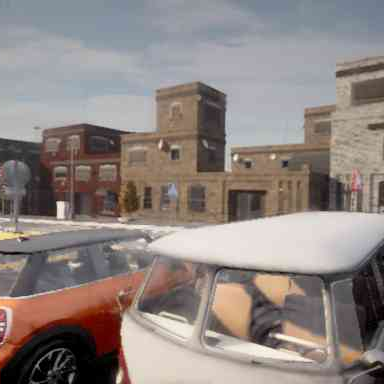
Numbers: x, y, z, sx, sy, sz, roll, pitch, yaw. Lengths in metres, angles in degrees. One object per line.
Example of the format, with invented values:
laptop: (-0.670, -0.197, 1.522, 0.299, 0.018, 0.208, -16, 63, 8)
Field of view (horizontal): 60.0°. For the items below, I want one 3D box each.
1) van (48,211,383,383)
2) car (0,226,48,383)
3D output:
van: (1.122, 1.255, 3.447, 1.878, 1.987, 4.442, 0, 0, 35)
car: (-1.301, 1.358, 5.280, 2.185, 1.767, 4.553, 0, 0, 35)
